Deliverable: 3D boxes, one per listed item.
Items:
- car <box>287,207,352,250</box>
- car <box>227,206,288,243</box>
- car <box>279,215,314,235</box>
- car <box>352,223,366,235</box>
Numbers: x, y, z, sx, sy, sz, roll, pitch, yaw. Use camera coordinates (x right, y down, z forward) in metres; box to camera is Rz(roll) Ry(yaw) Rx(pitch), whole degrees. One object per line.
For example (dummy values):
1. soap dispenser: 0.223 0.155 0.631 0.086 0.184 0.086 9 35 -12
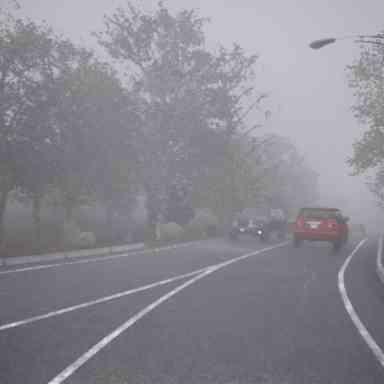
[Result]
1. car: 7.032 1.863 17.897 2.150 2.045 5.566 1 -3 30
2. car: 4.123 1.857 20.296 2.150 2.045 5.566 1 -3 31
3. car: 9.273 2.906 29.250 1.882 1.535 5.008 1 -5 30
4. car: 21.922 4.864 44.115 2.128 1.511 4.902 1 -5 30
